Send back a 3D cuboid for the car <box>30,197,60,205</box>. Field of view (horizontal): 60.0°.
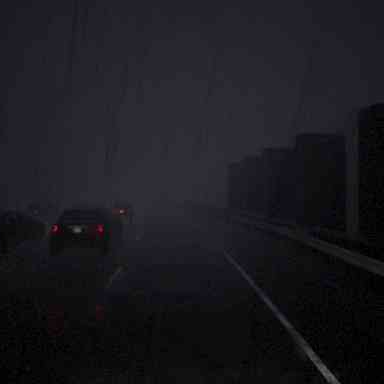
[{"bbox_3d":[-13.320,1.523,29.904,1.882,1.535,5.008,0,0,-9],"label":"car"}]

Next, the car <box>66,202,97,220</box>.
[{"bbox_3d":[-9.716,1.606,29.550,1.994,1.385,4.181,0,0,-9],"label":"car"}]

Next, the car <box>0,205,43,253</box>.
[{"bbox_3d":[-7.672,1.515,13.628,2.128,1.511,4.902,0,0,-4],"label":"car"}]

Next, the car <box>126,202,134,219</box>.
[{"bbox_3d":[-6.229,1.603,29.911,1.994,1.385,4.181,0,0,-9],"label":"car"}]

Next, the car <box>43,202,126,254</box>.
[{"bbox_3d":[-4.176,1.370,13.770,2.097,1.767,4.553,0,0,-4],"label":"car"}]
